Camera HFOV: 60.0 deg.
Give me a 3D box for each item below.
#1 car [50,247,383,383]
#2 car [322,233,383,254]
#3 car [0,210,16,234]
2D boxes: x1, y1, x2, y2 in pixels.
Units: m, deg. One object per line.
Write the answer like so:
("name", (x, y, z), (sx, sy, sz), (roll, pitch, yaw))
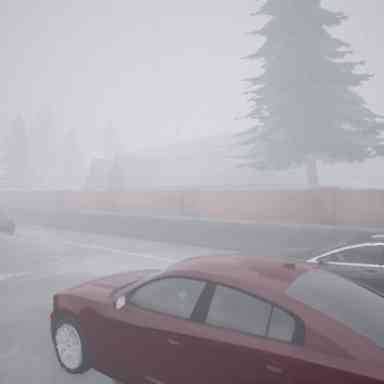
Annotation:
("car", (0.323, 1.490, 3.880), (5.008, 1.535, 1.882), (0, 0, 36))
("car", (3.365, 1.511, 5.985), (4.902, 1.511, 2.128), (0, 0, 36))
("car", (-11.410, 1.610, 18.388), (4.181, 1.385, 1.994), (0, 0, 44))
